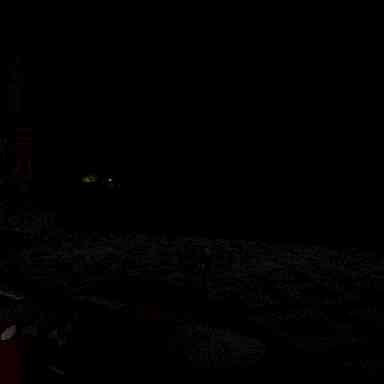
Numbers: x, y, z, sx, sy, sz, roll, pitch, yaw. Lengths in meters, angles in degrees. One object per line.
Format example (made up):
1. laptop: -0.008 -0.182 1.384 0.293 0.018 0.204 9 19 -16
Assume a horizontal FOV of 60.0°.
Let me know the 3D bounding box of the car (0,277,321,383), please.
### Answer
1. car: -0.841 1.595 3.456 4.206 1.307 1.802 0 -1 36
